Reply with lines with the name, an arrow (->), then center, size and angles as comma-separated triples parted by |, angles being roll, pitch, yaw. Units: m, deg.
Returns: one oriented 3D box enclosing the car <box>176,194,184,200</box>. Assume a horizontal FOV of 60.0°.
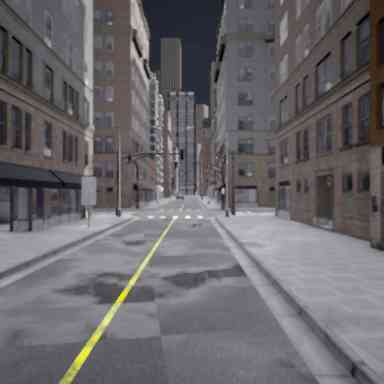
car -> -3.018, 1.195, 84.921 | 1.882, 1.535, 5.008 | 0, 0, 0
